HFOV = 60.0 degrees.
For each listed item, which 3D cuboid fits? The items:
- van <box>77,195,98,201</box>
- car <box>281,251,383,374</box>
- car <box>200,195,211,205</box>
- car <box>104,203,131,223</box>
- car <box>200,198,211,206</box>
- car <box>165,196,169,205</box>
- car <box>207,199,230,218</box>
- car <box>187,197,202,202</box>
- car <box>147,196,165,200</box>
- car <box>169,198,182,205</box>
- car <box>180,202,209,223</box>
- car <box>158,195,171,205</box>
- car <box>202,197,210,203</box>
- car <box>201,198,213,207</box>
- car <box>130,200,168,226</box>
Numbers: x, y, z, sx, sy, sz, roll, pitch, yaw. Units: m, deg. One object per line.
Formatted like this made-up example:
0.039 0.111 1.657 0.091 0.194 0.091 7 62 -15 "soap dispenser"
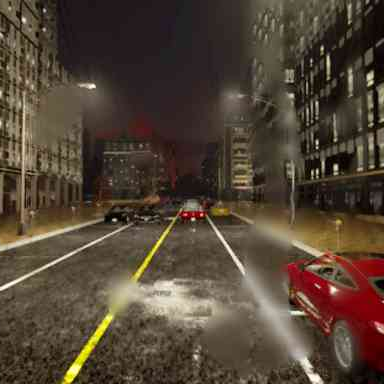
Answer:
-26.269 1.630 84.456 3.998 1.788 1.690 0 -2 0 "van"
2.701 1.610 5.341 1.802 1.307 4.206 1 0 0 "car"
2.760 1.681 70.188 2.192 1.841 5.009 1 0 0 "car"
-5.685 1.703 26.616 1.947 1.339 4.313 1 0 0 "car"
2.684 1.903 64.751 1.947 1.339 4.313 1 0 0 "car"
-5.695 1.853 59.290 1.887 1.381 4.507 1 0 0 "car"
2.694 1.692 32.284 1.752 1.417 4.829 1 0 0 "car"
0.091 1.755 44.357 1.812 1.442 4.674 0 0 0 "car"
-5.687 1.566 48.400 2.192 1.841 5.009 1 0 0 "car"
-3.026 1.971 65.517 1.895 1.301 4.718 0 0 0 "car"
0.092 1.739 26.771 1.895 1.301 4.718 0 0 0 "car"
-5.766 1.681 70.180 2.192 1.841 5.009 1 0 0 "car"
2.689 1.796 48.433 1.887 1.381 4.507 1 0 0 "car"
2.686 1.875 59.312 1.947 1.339 4.313 1 0 0 "car"
-3.107 1.633 24.975 1.837 1.490 4.892 0 0 0 "car"
